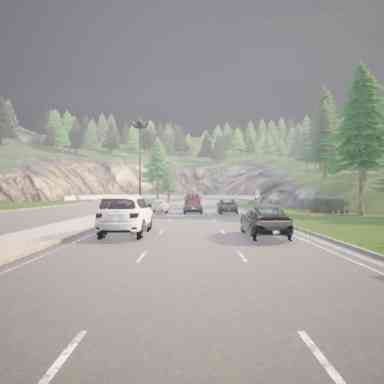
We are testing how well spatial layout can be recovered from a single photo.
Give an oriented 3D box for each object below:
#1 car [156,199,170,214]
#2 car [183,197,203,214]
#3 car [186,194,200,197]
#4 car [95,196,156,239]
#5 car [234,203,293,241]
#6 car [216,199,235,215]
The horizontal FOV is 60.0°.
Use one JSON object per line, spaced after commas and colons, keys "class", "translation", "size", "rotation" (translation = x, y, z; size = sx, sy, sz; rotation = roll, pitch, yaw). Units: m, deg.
{"class": "car", "translation": [-3.404, 1.526, 35.643], "size": [1.812, 1.442, 4.674], "rotation": [0, 0, 0]}
{"class": "car", "translation": [0.098, 1.564, 34.878], "size": [1.994, 1.385, 4.181], "rotation": [0, 0, 0]}
{"class": "car", "translation": [0.092, 1.222, 44.314], "size": [2.150, 2.045, 5.566], "rotation": [0, 0, 0]}
{"class": "car", "translation": [-3.400, 1.221, 17.399], "size": [2.150, 2.045, 5.566], "rotation": [0, 0, 0]}
{"class": "car", "translation": [3.601, 1.491, 16.641], "size": [2.128, 1.511, 4.902], "rotation": [0, 0, 0]}
{"class": "car", "translation": [3.600, 1.490, 34.483], "size": [2.128, 1.511, 4.902], "rotation": [0, 0, 0]}
